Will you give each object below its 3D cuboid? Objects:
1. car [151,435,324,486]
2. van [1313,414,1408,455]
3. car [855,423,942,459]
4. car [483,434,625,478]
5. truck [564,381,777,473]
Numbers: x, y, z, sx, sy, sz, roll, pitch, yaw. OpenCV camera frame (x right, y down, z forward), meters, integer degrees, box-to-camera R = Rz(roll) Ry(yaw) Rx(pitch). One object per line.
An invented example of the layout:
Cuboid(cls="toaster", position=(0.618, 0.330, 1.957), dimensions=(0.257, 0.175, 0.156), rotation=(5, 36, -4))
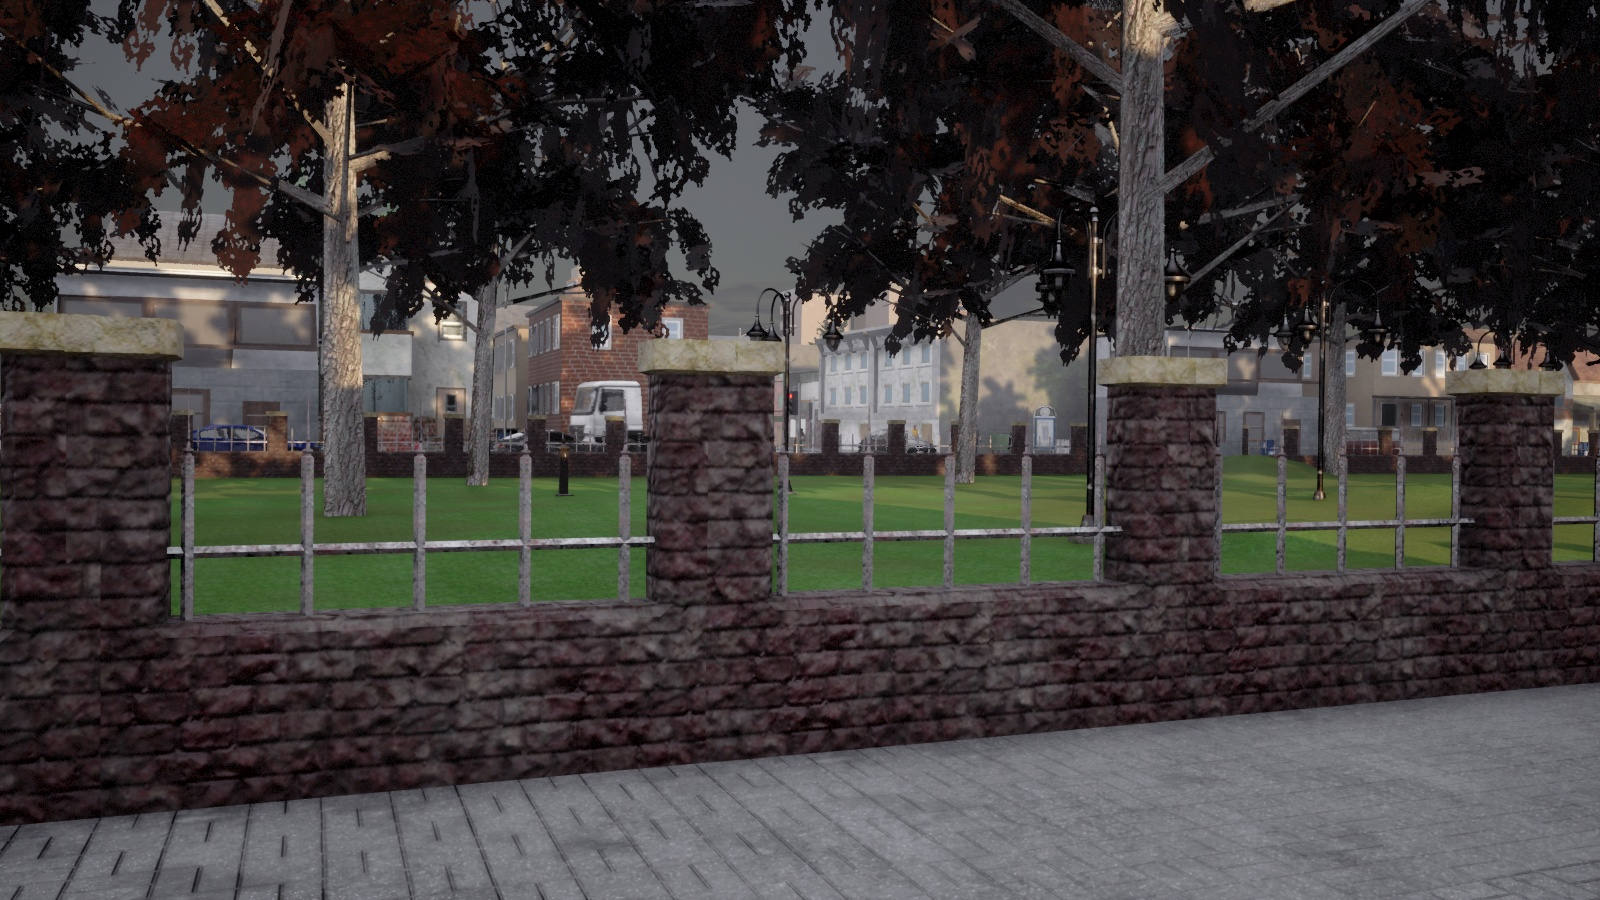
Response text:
Cuboid(cls="car", position=(-18.238, 0.307, 40.900), dimensions=(5.008, 1.535, 1.882), rotation=(-1, 1, -24))
Cuboid(cls="van", position=(28.271, -0.785, 63.343), dimensions=(4.442, 1.987, 1.775), rotation=(-1, 1, -21))
Cuboid(cls="car", position=(4.665, -0.457, 60.427), dimensions=(2.152, 1.651, 5.027), rotation=(-1, 1, -22))
Cuboid(cls="car", position=(-8.734, 0.192, 44.624), dimensions=(4.674, 1.442, 1.812), rotation=(-1, 1, -24))
Cuboid(cls="truck", position=(-5.158, -0.948, 50.407), dimensions=(7.936, 3.462, 2.891), rotation=(-1, 1, -25))
